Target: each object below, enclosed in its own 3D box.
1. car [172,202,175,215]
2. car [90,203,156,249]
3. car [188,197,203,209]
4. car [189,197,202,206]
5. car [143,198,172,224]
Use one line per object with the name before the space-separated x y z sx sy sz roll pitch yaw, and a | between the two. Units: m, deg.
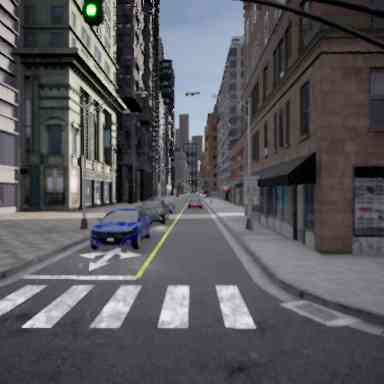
car | -2.767 1.589 34.399 1.895 1.301 4.718 0 0 1
car | -2.971 1.474 14.714 1.882 1.535 5.008 0 0 1
car | 0.435 1.550 45.169 1.994 1.385 4.181 0 0 1
car | 0.536 1.525 55.172 2.033 1.411 5.357 0 0 1
car | -2.868 1.344 24.581 2.097 1.767 4.553 0 0 1
